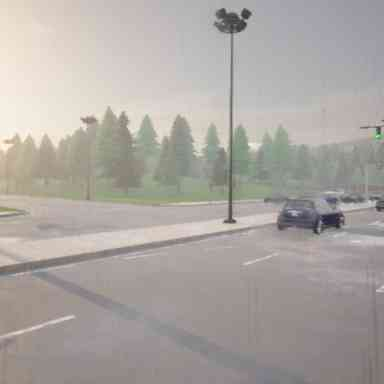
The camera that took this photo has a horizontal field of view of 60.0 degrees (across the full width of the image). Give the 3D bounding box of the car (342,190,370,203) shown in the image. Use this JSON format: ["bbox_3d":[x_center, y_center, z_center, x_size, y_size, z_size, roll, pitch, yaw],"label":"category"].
[{"bbox_3d":[23.556,0.861,48.323,2.033,1.411,5.357,1,1,44],"label":"car"}]

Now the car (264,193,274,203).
[{"bbox_3d":[11.709,0.832,46.026,1.994,1.385,4.181,1,1,44],"label":"car"}]

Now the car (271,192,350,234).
[{"bbox_3d":[6.328,1.084,17.493,2.097,1.767,4.553,1,1,41],"label":"car"}]

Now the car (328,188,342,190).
[{"bbox_3d":[25.912,0.332,60.847,2.150,2.045,5.566,1,1,44],"label":"car"}]

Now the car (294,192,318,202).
[{"bbox_3d":[18.100,0.760,52.742,1.994,1.385,4.181,1,1,44],"label":"car"}]

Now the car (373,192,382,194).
[{"bbox_3d":[32.076,0.767,57.171,2.033,1.411,5.357,1,1,44],"label":"car"}]

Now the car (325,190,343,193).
[{"bbox_3d":[16.251,0.873,40.661,1.882,1.535,5.008,1,1,44],"label":"car"}]

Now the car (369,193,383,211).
[{"bbox_3d":[19.053,1.121,31.732,2.033,1.411,5.357,1,1,43],"label":"car"}]
